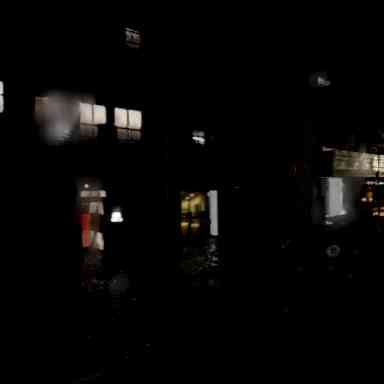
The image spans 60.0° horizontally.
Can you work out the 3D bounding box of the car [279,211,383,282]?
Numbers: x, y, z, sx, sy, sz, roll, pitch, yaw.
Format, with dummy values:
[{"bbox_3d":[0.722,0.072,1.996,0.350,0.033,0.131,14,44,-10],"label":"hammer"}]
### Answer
[{"bbox_3d":[4.385,1.426,9.660,4.097,1.590,1.967,-1,0,-36],"label":"car"}]
